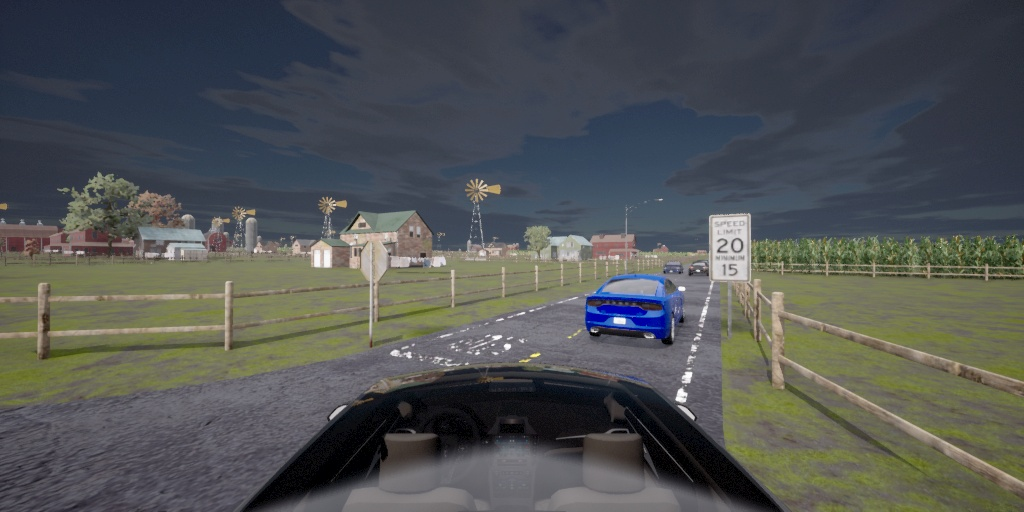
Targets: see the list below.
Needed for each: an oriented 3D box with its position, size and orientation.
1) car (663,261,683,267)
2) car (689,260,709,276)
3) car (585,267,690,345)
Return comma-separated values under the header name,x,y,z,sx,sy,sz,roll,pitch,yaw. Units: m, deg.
name,x,y,z,sx,sy,sz,roll,pitch,yaw
car,18.794,1.300,41.615,2.033,1.411,5.357,0,0,30
car,19.245,1.275,36.803,1.812,1.442,4.674,0,0,31
car,3.532,1.229,9.776,1.882,1.535,5.008,0,0,30
